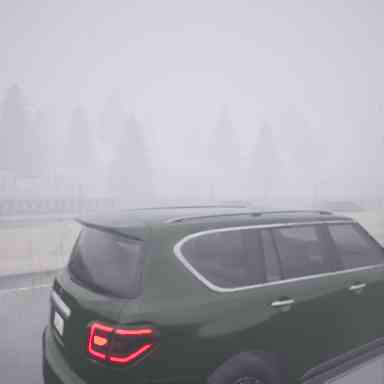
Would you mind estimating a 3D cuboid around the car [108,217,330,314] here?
[{"bbox_3d":[0.846,1.515,8.325,5.357,1.411,2.033,0,0,-32],"label":"car"}]

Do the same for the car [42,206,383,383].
[{"bbox_3d":[1.097,1.205,4.333,5.566,2.045,2.150,0,0,-33],"label":"car"}]

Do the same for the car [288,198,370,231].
[{"bbox_3d":[8.391,1.285,20.395,4.553,1.767,2.097,0,0,-24],"label":"car"}]
